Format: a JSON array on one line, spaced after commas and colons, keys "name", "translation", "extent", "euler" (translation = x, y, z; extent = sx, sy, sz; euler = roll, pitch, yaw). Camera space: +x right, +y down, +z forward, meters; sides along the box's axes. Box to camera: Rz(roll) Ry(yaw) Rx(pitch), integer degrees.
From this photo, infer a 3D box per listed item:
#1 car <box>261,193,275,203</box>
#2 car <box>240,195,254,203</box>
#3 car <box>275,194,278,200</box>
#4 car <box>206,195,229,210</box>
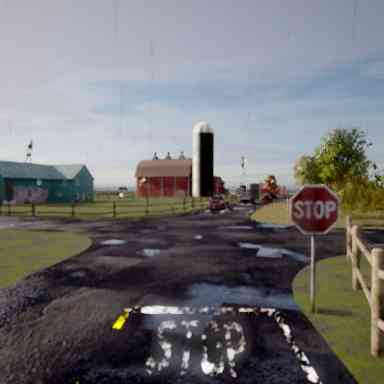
[{"name": "car", "translation": [14.610, 1.280, 64.865], "extent": [1.812, 1.442, 4.674], "euler": [0, 0, 19]}, {"name": "car", "translation": [9.965, 1.306, 60.007], "extent": [2.033, 1.411, 5.357], "euler": [0, 0, 20]}, {"name": "car", "translation": [17.941, 1.083, 74.300], "extent": [1.837, 1.490, 4.892], "euler": [0, 0, 19]}, {"name": "car", "translation": [3.104, 1.185, 39.692], "extent": [2.097, 1.767, 4.553], "euler": [0, 0, 16]}]
